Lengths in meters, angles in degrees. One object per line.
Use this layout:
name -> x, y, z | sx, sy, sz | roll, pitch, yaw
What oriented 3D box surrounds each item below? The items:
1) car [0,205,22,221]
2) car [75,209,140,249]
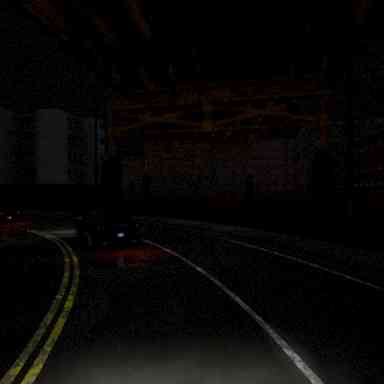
car -> -15.557, 1.616, 25.657 | 4.718, 1.301, 1.895 | 0, 0, 24
car -> -3.912, 1.485, 14.869 | 1.882, 1.535, 5.008 | 0, 0, -29
